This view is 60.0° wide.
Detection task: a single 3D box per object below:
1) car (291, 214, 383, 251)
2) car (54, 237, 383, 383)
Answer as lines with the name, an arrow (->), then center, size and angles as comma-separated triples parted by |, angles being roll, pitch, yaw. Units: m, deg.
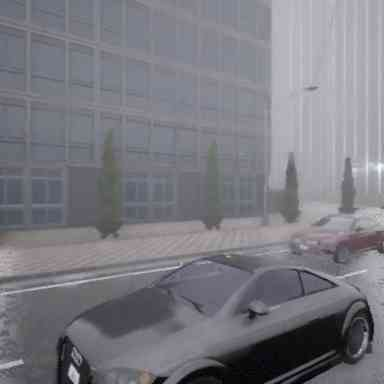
car -> 5.524, 1.550, 12.123 | 4.674, 1.442, 1.812 | 0, 0, -35
car -> 0.503, 1.570, 4.322 | 4.181, 1.385, 1.994 | 0, 0, -35
